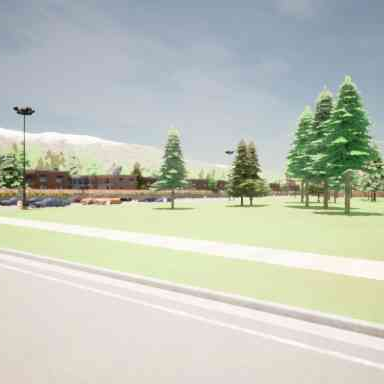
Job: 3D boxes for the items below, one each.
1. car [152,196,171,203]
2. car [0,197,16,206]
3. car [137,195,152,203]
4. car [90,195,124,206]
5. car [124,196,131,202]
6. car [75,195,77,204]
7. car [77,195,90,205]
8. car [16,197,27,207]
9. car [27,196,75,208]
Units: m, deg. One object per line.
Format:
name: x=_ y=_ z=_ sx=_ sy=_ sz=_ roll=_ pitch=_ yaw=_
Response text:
car: x=-5.479 y=1.526 z=68.197 sx=1.812 sy=1.442 sz=4.674 roll=0 pitch=0 yaw=35
car: x=-28.311 y=1.547 z=53.992 sx=2.033 sy=1.411 sz=5.357 roll=0 pitch=0 yaw=35
car: x=-9.227 y=1.498 z=68.924 sx=1.837 sy=1.490 sz=4.892 roll=0 pitch=0 yaw=35
car: x=-14.192 y=1.352 z=55.863 sx=2.097 sy=1.767 sz=4.553 roll=0 pitch=0 yaw=35
car: x=-15.448 y=1.590 z=72.242 sx=1.895 sy=1.301 sz=4.718 roll=0 pitch=0 yaw=35
car: x=-21.747 y=1.353 z=63.295 sx=2.097 sy=1.767 sz=4.553 roll=0 pitch=0 yaw=36
car: x=-17.065 y=1.352 z=57.856 sx=2.097 sy=1.767 sz=4.553 roll=0 pitch=0 yaw=35
car: x=-22.906 y=1.478 z=49.513 sx=1.882 sy=1.535 sz=5.008 roll=0 pitch=0 yaw=35
car: x=-20.031 y=1.547 z=47.519 sx=2.033 sy=1.411 sz=5.357 roll=0 pitch=0 yaw=35
